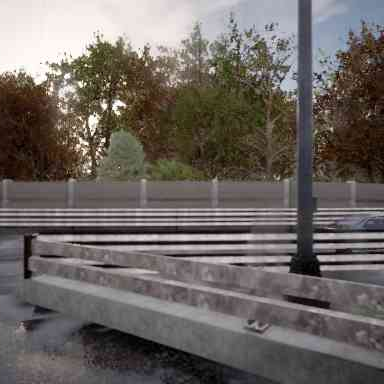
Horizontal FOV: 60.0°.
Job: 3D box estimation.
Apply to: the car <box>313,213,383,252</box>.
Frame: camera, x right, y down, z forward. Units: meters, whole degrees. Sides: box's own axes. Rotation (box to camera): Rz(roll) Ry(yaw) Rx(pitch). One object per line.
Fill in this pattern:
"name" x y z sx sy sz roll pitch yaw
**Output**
"car" 6.942 1.547 12.836 5.357 1.411 2.033 0 0 -7
